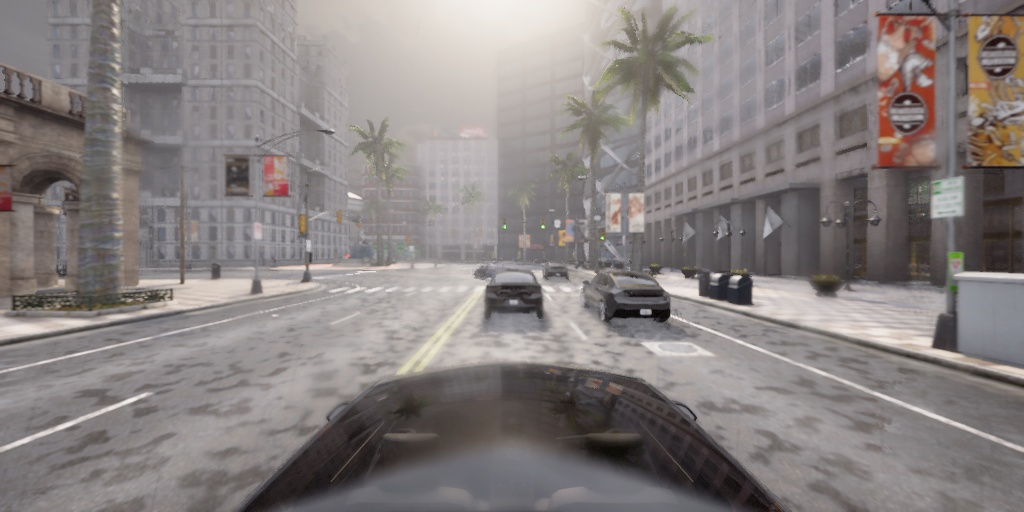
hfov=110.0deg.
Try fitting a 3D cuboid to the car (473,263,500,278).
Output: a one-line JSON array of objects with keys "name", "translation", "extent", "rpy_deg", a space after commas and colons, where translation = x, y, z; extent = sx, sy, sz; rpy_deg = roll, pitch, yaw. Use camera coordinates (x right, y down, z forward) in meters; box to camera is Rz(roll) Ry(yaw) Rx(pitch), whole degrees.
[{"name": "car", "translation": [-1.759, 1.243, 30.055], "extent": [1.994, 1.385, 4.181], "rpy_deg": [0, 0, -24]}]

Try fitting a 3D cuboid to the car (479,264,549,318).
[{"name": "car", "translation": [0.076, 1.200, 12.894], "extent": [1.882, 1.535, 5.008], "rpy_deg": [0, 0, 0]}]

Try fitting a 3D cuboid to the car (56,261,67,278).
[{"name": "car", "translation": [-41.579, 1.183, 31.193], "extent": [4.892, 1.490, 1.837], "rpy_deg": [0, 0, 0]}]

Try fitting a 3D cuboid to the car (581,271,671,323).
[{"name": "car", "translation": [3.573, 1.229, 11.965], "extent": [1.837, 1.490, 4.892], "rpy_deg": [0, 0, 0]}]

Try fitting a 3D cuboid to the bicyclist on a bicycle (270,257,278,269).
[{"name": "bicyclist on a bicycle", "translation": [-32.682, 0.934, 49.196], "extent": [0.582, 1.620, 1.656], "rpy_deg": [0, 0, 0]}]

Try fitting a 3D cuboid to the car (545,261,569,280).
[{"name": "car", "translation": [3.584, 1.183, 30.088], "extent": [1.837, 1.490, 4.892], "rpy_deg": [0, 0, 0]}]
